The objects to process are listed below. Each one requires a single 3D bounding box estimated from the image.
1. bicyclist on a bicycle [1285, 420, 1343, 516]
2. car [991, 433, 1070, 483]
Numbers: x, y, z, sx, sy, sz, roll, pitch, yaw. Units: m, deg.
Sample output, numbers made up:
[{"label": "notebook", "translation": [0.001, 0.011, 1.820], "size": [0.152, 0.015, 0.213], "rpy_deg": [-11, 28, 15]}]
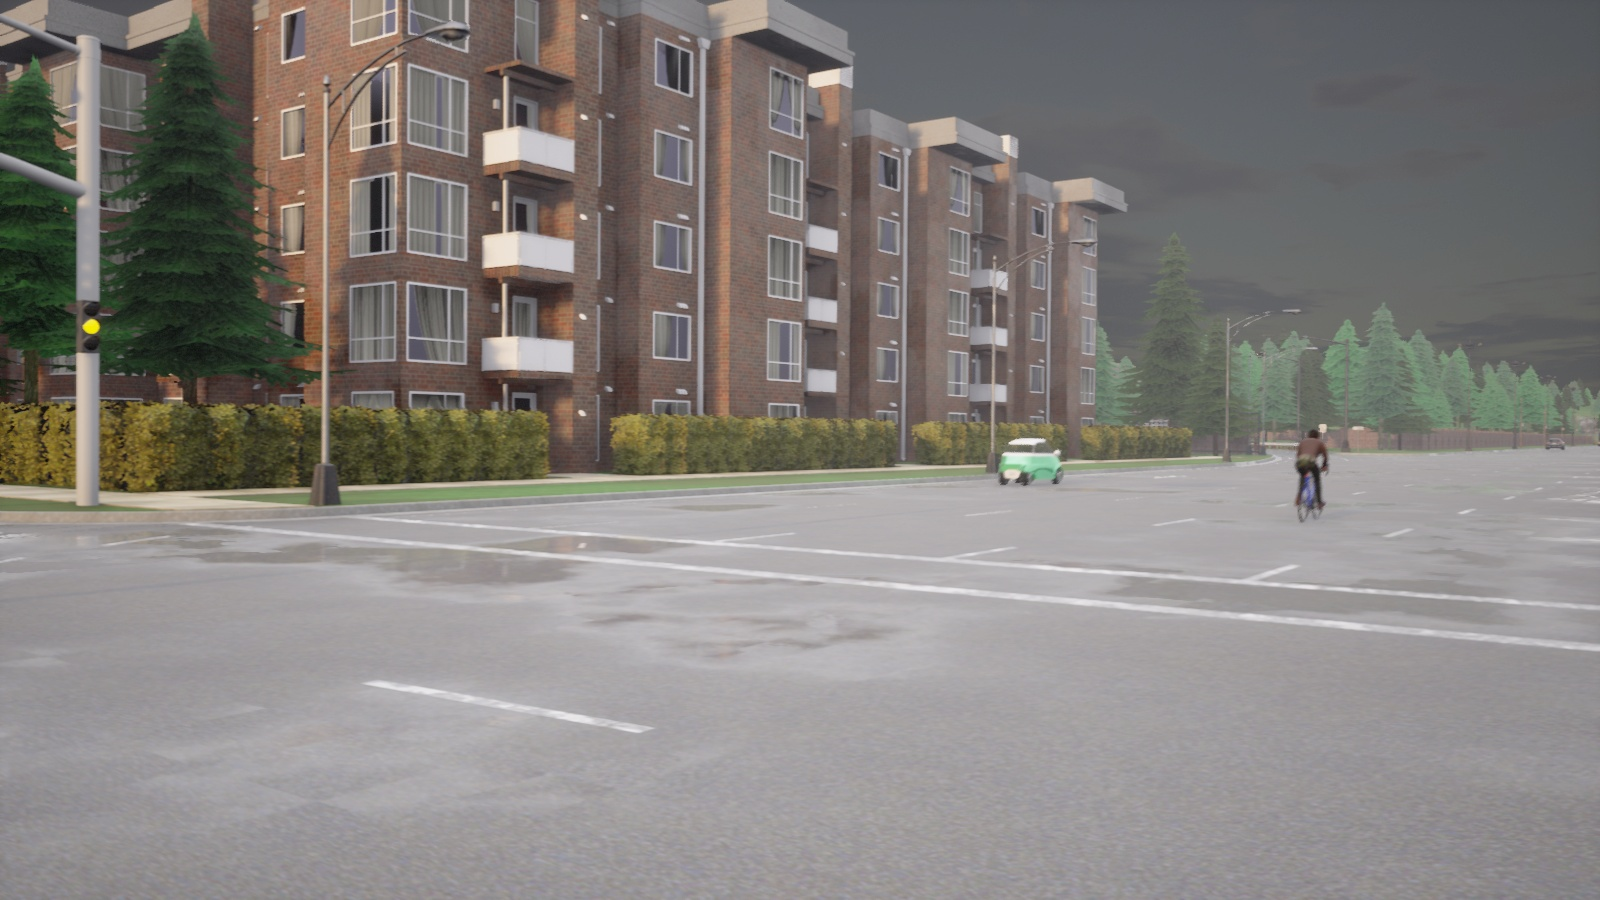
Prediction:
[{"label": "bicyclist on a bicycle", "translation": [9.060, 0.299, 22.117], "size": [0.582, 1.620, 1.656], "rpy_deg": [0, 1, 35]}, {"label": "car", "translation": [6.827, 0.216, 37.113], "size": [1.481, 1.376, 2.207], "rpy_deg": [0, 1, 35]}]
